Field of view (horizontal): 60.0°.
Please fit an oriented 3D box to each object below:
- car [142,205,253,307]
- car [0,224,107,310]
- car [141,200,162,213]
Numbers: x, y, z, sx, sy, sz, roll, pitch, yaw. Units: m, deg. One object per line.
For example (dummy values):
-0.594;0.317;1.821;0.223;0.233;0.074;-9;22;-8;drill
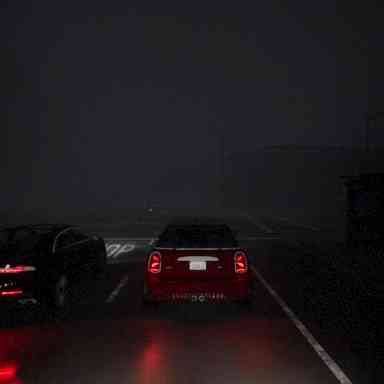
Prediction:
0.103;1.352;8.148;2.097;1.767;4.553;0;0;0;car
-3.392;1.492;7.774;2.128;1.511;4.902;0;0;0;car
-4.301;1.577;35.963;1.812;1.442;4.674;0;0;-3;car
